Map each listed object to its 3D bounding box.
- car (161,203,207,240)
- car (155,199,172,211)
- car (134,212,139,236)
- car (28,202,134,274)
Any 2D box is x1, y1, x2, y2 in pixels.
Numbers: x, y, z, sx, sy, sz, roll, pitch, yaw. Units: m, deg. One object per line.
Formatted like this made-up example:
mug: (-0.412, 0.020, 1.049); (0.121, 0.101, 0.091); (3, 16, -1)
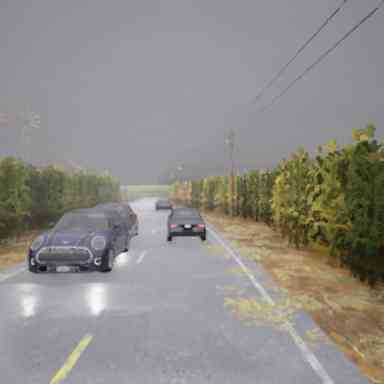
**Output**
car: (-0.361, 1.508, 16.717); (2.033, 1.411, 5.357); (0, 0, -4)
car: (-3.409, 1.469, 40.037); (1.994, 1.385, 4.181); (0, 0, -9)
car: (-3.649, 1.315, 15.084); (2.097, 1.767, 4.553); (0, 0, -3)
car: (-3.294, 1.326, 10.547); (2.097, 1.767, 4.553); (0, 0, -2)
